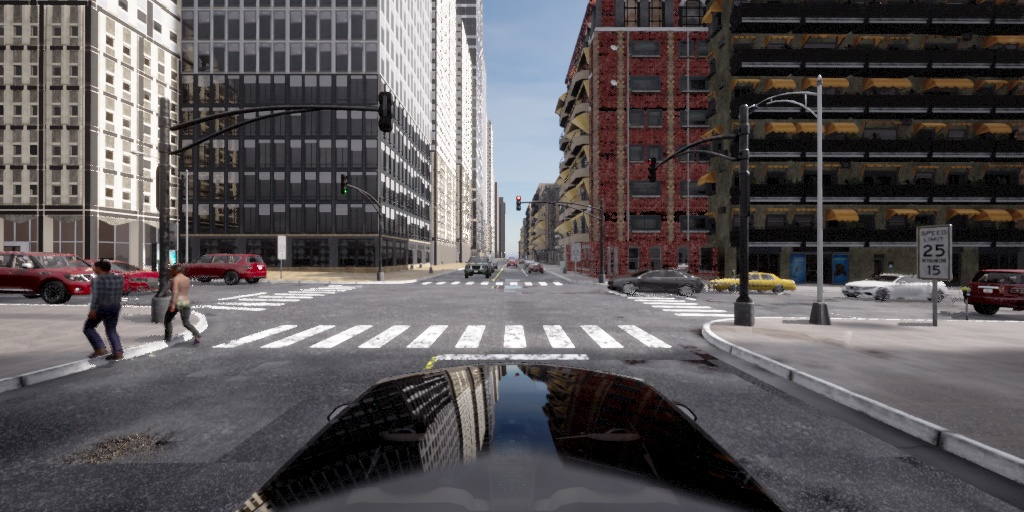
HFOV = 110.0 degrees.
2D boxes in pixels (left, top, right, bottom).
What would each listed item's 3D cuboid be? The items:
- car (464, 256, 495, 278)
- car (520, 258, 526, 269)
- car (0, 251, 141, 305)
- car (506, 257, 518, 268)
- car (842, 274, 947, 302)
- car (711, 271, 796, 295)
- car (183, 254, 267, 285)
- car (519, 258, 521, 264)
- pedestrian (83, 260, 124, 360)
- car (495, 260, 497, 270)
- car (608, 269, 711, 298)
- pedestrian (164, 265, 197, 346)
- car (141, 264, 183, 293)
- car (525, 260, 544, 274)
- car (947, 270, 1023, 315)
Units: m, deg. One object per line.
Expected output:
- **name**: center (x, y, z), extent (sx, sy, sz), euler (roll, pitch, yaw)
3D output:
- **car**: center (-3.093, 0.977, 33.630), extent (2.150, 2.045, 5.566), euler (0, 0, 0)
- **car**: center (2.701, 1.317, 54.645), extent (2.007, 1.370, 4.403), euler (0, 0, 0)
- **car**: center (-17.573, 0.757, 13.373), extent (5.009, 1.841, 2.192), euler (0, 0, 0)
- **car**: center (0.013, 1.298, 63.911), extent (1.812, 1.442, 4.674), euler (0, 0, 0)
- **car**: center (20.764, 1.689, 19.488), extent (4.674, 1.442, 1.812), euler (1, 0, 0)
- **car**: center (14.634, 1.587, 22.028), extent (4.829, 1.417, 1.751), euler (0, 0, 0)
- **car**: center (-17.706, 0.776, 21.753), extent (5.009, 1.841, 2.192), euler (0, 0, 0)
- **car**: center (2.703, 1.320, 60.293), extent (2.007, 1.370, 4.403), euler (0, 0, 0)
- **pedestrian**: center (-7.347, 0.949, 6.467), extent (0.375, 1.860, 0.375), euler (0, 0, 0)
- **car**: center (-3.085, 1.286, 43.704), extent (1.812, 1.442, 4.674), euler (0, 0, 0)
- **car**: center (7.847, 1.433, 19.800), extent (4.892, 1.490, 1.837), euler (1, 0, 7)
- **pedestrian**: center (-7.336, 1.044, 7.868), extent (0.375, 1.860, 0.375), euler (0, 0, 0)
- **car**: center (-18.158, 0.916, 15.960), extent (5.008, 1.535, 1.882), euler (1, 0, 0)
- **car**: center (2.749, 1.341, 41.728), extent (1.802, 1.307, 4.207), euler (0, 0, 0)
- **car**: center (20.601, 1.461, 13.731), extent (5.009, 1.841, 2.192), euler (0, 0, 0)
